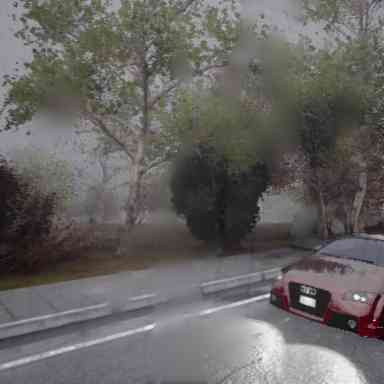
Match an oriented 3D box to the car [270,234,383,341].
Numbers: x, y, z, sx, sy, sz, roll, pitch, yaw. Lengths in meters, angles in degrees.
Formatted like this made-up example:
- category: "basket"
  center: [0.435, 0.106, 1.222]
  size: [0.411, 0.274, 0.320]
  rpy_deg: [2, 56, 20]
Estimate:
- category: "car"
  center: [3.468, 1.556, 6.466]
  size: [4.181, 1.385, 1.994]
  rpy_deg: [0, 0, -35]
